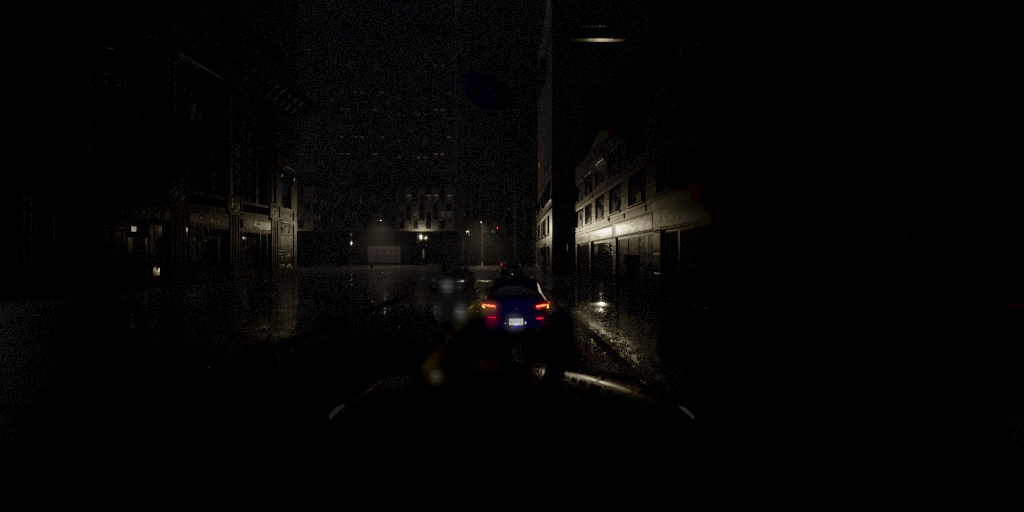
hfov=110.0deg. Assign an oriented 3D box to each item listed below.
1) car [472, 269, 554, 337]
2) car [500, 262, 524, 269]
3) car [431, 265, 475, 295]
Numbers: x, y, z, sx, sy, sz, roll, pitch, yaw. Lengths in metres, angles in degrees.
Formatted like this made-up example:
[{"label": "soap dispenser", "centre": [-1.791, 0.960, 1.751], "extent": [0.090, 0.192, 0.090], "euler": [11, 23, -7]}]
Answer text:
[{"label": "car", "centre": [0.082, 1.275, 10.147], "extent": [1.812, 1.442, 4.674], "euler": [0, 0, 0]}, {"label": "car", "centre": [0.026, 1.240, 31.166], "extent": [2.128, 1.511, 4.902], "euler": [0, 0, 0]}, {"label": "car", "centre": [-3.143, 1.241, 19.887], "extent": [2.128, 1.511, 4.902], "euler": [0, 0, 0]}]
